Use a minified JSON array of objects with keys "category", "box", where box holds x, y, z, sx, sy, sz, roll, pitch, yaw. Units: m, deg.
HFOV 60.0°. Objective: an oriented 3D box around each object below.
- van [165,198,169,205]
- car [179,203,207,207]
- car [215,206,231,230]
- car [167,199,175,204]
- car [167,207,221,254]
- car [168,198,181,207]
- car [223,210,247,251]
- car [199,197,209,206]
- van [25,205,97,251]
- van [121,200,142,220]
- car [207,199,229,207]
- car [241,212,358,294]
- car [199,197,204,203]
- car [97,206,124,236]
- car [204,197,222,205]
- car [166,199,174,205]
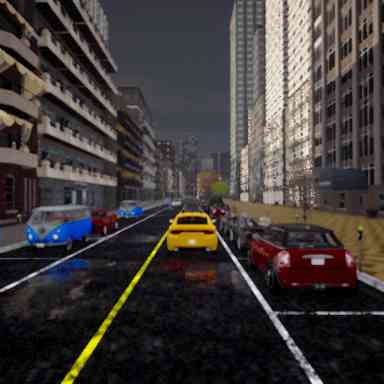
[{"category":"van","box":[-5.691,2.232,80.849,1.690,1.788,3.998,0,-1,0]},{"category":"car","box":[0.014,1.897,28.249,1.895,1.301,4.718,0,-1,0]},{"category":"car","box":[2.693,1.761,20.100,2.008,1.369,4.403,0,-1,0]},{"category":"car","box":[-5.692,2.589,91.891,1.947,1.339,4.313,0,-1,0]},{"category":"car","box":[0.026,1.627,14.255,1.882,1.535,5.008,0,0,0]},{"category":"car","box":[-3.027,2.227,64.607,1.812,1.442,4.674,0,-1,1]},{"category":"car","box":[2.693,1.704,14.577,2.008,1.369,4.403,0,-1,0]},{"category":"car","box":[2.690,2.141,75.328,2.192,1.841,5.009,0,-1,0]},{"category":"van","box":[-5.687,1.494,14.580,1.690,1.788,3.998,0,-1,0]},{"category":"van","box":[-5.688,1.668,31.146,1.690,1.788,3.998,0,-1,0]},{"category":"car","box":[2.693,1.767,31.145,1.967,1.590,4.097,0,-1,0]},{"category":"car","box":[2.694,1.536,9.055,1.967,1.590,4.097,0,-1,0]},{"category":"car","box":[2.690,2.312,69.801,2.008,1.369,4.403,0,-1,0]},{"category":"car","box":[-5.688,1.755,20.100,1.887,1.381,4.507,0,-1,0]},{"category":"car","box":[3.105,1.706,44.914,2.150,2.045,5.566,0,-1,0]},{"category":"car","box":[-5.692,2.480,86.199,1.752,1.417,4.829,0,-1,0]}]
